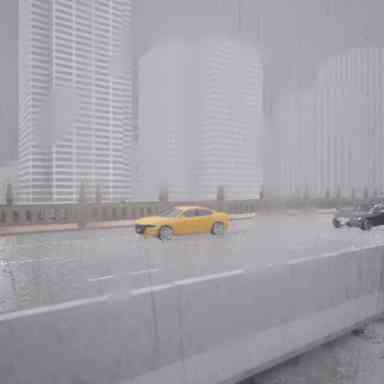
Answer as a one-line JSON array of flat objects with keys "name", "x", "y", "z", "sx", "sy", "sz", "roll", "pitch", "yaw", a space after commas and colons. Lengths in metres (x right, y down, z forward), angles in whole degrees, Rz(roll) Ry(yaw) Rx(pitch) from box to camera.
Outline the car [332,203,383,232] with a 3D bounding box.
[{"name": "car", "x": 10.420, "y": 1.453, "z": 20.014, "sx": 4.902, "sy": 1.511, "sz": 2.128, "roll": 0, "pitch": 0, "yaw": -35}]

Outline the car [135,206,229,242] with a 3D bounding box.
[{"name": "car", "x": -0.393, "y": 1.461, "z": 16.607, "sx": 5.008, "sy": 1.535, "sz": 1.882, "roll": 0, "pitch": 0, "yaw": -35}]
